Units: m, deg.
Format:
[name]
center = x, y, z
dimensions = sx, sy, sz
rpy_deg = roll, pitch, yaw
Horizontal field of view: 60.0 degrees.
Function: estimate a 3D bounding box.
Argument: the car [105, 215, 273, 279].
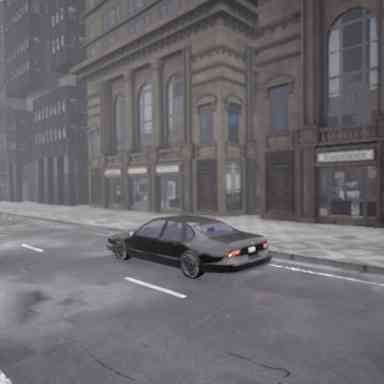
[car]
center = -0.382, 1.390, 9.583
dimensions = 5.357, 1.411, 2.033
rpy_deg = 0, 2, 45
